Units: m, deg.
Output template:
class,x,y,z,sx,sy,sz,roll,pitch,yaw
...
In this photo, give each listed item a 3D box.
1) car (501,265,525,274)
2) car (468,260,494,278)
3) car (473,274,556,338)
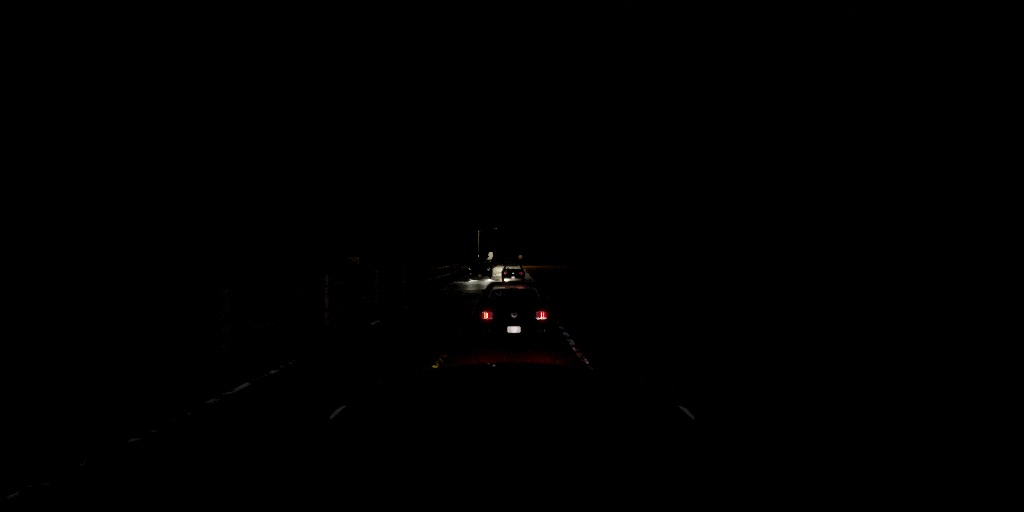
class,x,y,z,sx,sy,sz,roll,pitch,yaw
car,0.084,1.376,29.955,1.895,1.301,4.718,0,0,0
car,-2.847,1.132,33.617,2.097,1.767,4.553,0,0,0
car,0.061,1.355,10.220,1.895,1.301,4.718,0,0,0
